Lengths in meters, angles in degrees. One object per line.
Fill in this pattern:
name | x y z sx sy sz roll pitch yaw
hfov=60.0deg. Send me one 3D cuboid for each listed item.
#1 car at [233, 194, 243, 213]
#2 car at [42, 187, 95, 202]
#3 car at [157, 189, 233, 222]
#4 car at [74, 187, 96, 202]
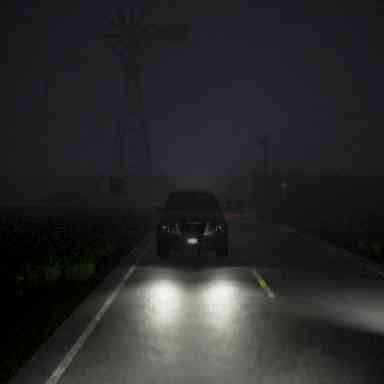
car | 2.833 0.858 28.072 1.882 1.535 5.008 0 2 -9
car | -13.068 0.572 34.843 5.008 1.535 1.882 0 1 1
car | 0.017 0.952 12.103 2.150 2.045 5.566 0 2 0
car | -13.960 0.271 43.164 1.905 1.878 3.866 -1 1 -31
